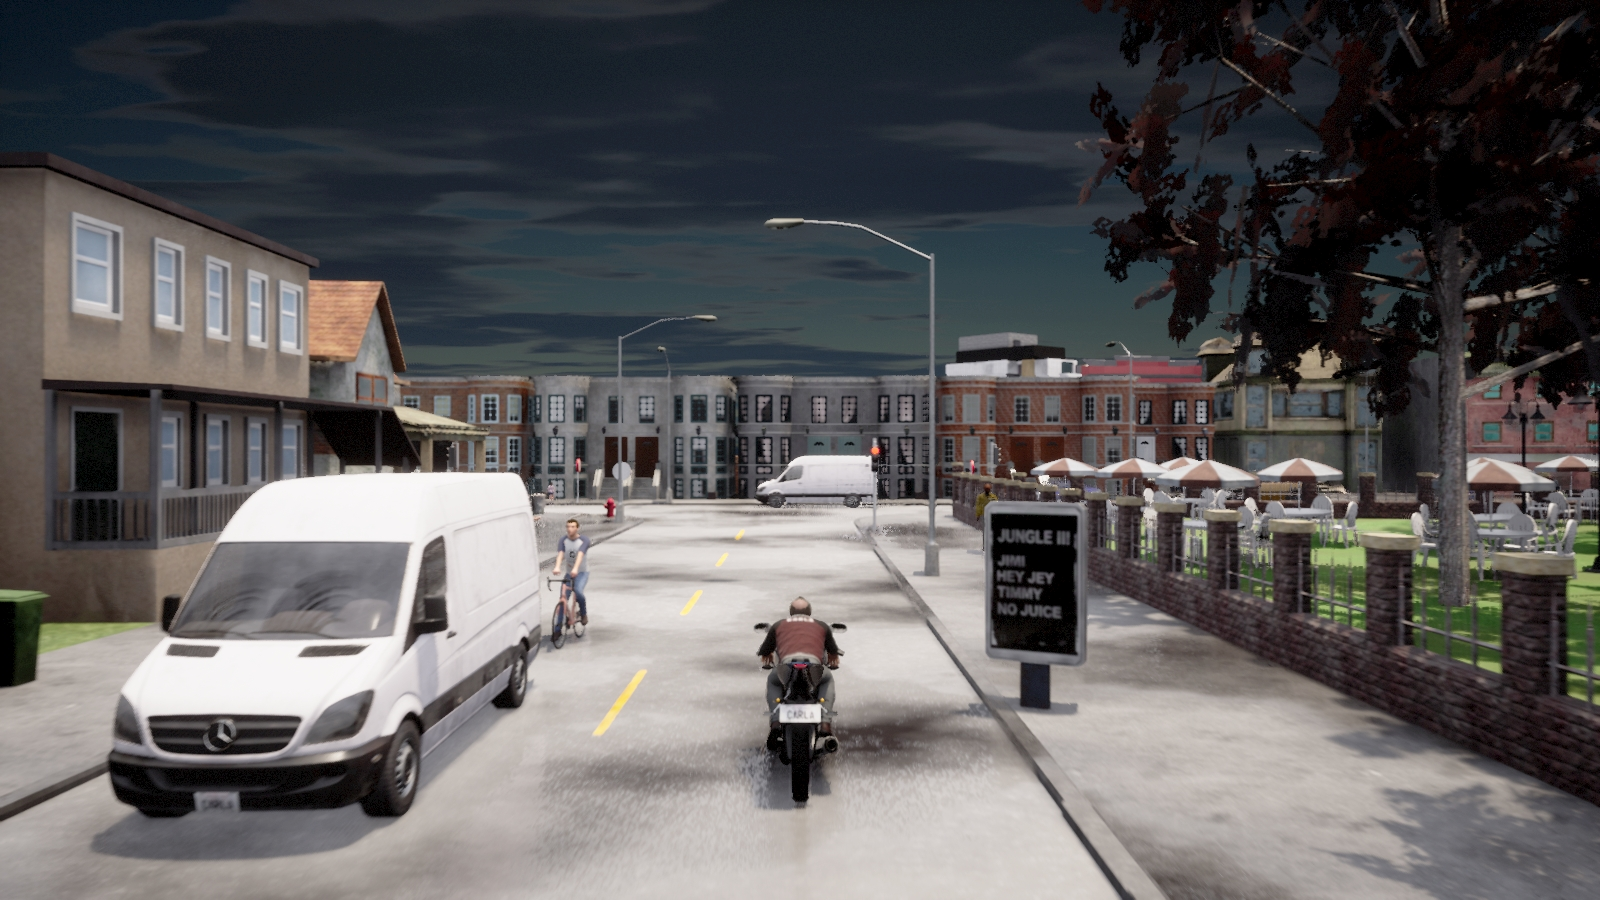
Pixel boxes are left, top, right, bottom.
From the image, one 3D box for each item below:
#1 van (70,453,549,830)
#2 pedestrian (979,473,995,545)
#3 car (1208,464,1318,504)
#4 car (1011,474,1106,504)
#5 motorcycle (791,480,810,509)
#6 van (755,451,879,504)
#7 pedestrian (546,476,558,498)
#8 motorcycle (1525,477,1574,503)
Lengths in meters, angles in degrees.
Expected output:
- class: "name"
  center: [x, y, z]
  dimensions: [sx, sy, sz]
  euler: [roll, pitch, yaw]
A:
- class: "van"
  center: [-3.999, 1.315, 10.759]
  dimensions: [1.988, 2.561, 5.915]
  euler: [0, 0, 0]
- class: "pedestrian"
  center: [4.865, 1.527, 29.750]
  dimensions: [0.375, 1.860, 0.375]
  euler: [0, 0, 2]
- class: "car"
  center: [22.540, 1.649, 55.716]
  dimensions: [4.605, 1.855, 1.932]
  euler: [0, 0, 1]
- class: "car"
  center: [12.569, 1.903, 55.778]
  dimensions: [4.181, 1.385, 1.994]
  euler: [0, 0, 0]
- class: "motorcycle"
  center: [0.018, 1.989, 51.644]
  dimensions: [0.867, 1.251, 2.209]
  euler: [0, 0, 0]
- class: "van"
  center: [0.818, 1.318, 55.786]
  dimensions: [5.915, 2.561, 1.988]
  euler: [0, 0, 0]
- class: "pedestrian"
  center: [-12.664, 1.909, 58.336]
  dimensions: [0.500, 1.100, 0.500]
  euler: [0, 0, -3]
- class: "motorcycle"
  center: [36.540, 1.966, 55.706]
  dimensions: [1.805, 1.236, 0.856]
  euler: [0, 0, 2]
